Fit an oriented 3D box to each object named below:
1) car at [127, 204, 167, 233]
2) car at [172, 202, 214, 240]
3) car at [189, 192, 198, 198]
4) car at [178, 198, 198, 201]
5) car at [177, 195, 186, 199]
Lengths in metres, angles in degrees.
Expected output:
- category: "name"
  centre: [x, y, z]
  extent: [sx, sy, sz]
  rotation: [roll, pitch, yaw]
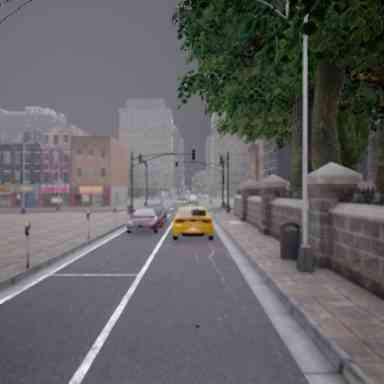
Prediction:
- category: "car"
  centre: [-2.644, 1.549, 19.263]
  extent: [1.802, 1.307, 4.206]
  rotation: [0, 0, 0]
- category: "car"
  centre: [0.061, 1.449, 16.862]
  extent: [1.882, 1.535, 5.008]
  rotation: [0, 0, 0]
- category: "car"
  centre: [0.266, 1.363, 75.140]
  extent: [1.812, 1.442, 4.674]
  rotation: [0, 0, 0]
- category: "car"
  centre: [-0.004, 1.501, 27.351]
  extent: [2.033, 1.411, 5.357]
  rotation: [0, 0, 0]
- category: "car"
  centre: [-2.235, 1.412, 75.954]
  extent: [1.994, 1.385, 4.181]
  rotation: [0, 0, 0]
